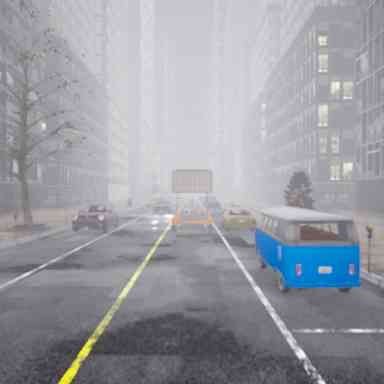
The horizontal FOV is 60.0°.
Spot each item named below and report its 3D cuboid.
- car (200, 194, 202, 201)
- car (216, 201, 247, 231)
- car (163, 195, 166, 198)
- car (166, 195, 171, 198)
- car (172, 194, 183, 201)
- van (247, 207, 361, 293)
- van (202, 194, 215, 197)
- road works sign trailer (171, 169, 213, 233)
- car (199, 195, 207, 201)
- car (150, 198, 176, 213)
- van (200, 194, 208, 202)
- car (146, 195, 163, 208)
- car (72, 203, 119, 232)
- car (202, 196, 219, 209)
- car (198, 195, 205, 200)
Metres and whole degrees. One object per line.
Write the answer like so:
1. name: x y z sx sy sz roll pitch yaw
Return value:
1. car: 2.689 1.402 54.100 1.967 1.590 4.097 0 0 0
2. car: 2.687 1.513 20.117 1.752 1.417 4.829 0 0 0
3. car: -5.691 1.545 54.115 1.802 1.307 4.206 0 0 0
4. car: -5.692 1.392 65.499 1.967 1.590 4.097 0 0 0
5. car: -2.996 1.247 77.829 2.033 1.411 5.357 0 0 0
6. van: 2.685 1.336 8.562 1.690 1.788 3.998 0 0 0
7. van: 2.688 1.308 48.407 1.690 1.788 3.998 0 0 0
8. road works sign trailer: 0.000 0.453 19.526 2.380 3.560 2.880 0 0 0
9. car: 2.691 1.478 82.561 1.887 1.381 4.507 0 0 0
10. car: -3.095 1.578 36.087 1.895 1.301 4.718 0 0 0
11. van: 2.690 1.281 76.868 1.690 1.788 3.998 0 0 0
12. car: -5.692 1.493 48.252 1.752 1.417 4.829 0 0 0
13. car: -5.694 1.429 19.963 1.967 1.590 4.097 0 0 0
14. car: 2.688 1.537 42.715 1.947 1.339 4.313 0 0 0
15. car: 2.692 1.469 93.945 2.008 1.369 4.403 0 0 0
